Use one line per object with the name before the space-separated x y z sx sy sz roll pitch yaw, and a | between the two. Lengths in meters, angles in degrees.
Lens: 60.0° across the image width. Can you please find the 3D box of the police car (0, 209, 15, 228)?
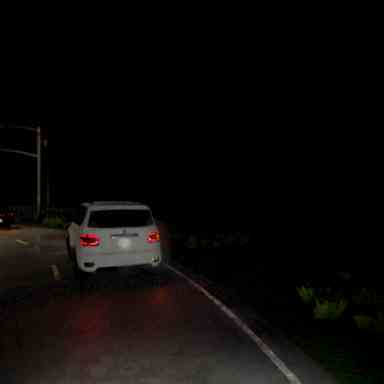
police car | -14.279 1.685 22.529 4.974 1.542 2.038 0 0 32

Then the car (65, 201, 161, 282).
car | -2.635 1.300 10.395 2.150 2.045 5.566 0 0 -23
